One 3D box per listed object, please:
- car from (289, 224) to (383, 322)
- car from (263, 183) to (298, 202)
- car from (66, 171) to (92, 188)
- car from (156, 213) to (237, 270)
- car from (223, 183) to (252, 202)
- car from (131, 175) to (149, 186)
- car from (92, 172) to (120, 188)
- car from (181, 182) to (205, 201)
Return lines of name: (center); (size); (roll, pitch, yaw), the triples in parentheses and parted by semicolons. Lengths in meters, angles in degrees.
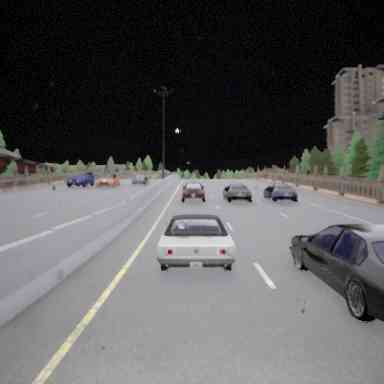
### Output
car: (3.602, 1.370, 6.838); (2.033, 1.411, 5.357); (0, 2, 0)
car: (7.111, -0.032, 27.071); (1.994, 1.385, 4.181); (0, 5, 0)
car: (-14.065, -1.642, 42.334); (2.150, 2.045, 5.566); (0, 4, 0)
car: (0.103, 1.288, 9.899); (1.895, 1.301, 4.718); (0, 3, 0)
car: (3.610, -0.023, 26.968); (1.994, 1.385, 4.181); (0, 5, 0)
car: (-7.055, -1.623, 45.743); (1.812, 1.442, 4.674); (0, 5, 0)
car: (-10.566, -1.485, 41.980); (2.097, 1.767, 4.553); (0, 5, 0)
car: (0.111, -0.100, 27.425); (1.812, 1.442, 4.674); (0, 5, 0)
